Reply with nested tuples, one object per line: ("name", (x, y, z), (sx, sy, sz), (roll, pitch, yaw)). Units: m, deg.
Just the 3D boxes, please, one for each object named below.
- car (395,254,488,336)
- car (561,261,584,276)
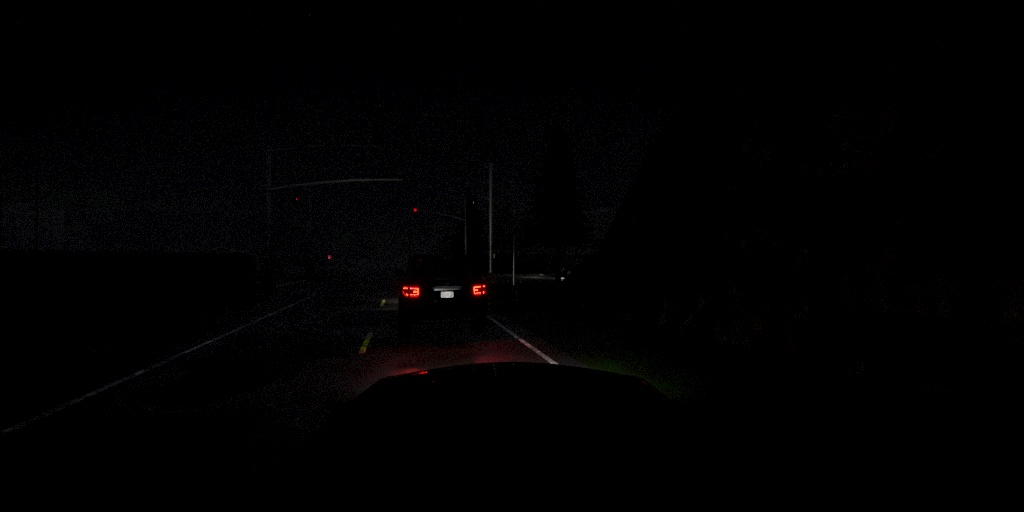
("car", (-2.230, 0.971, 10.718), (2.150, 2.045, 5.566), (0, 0, -16))
("car", (6.659, 1.227, 35.261), (5.008, 1.535, 1.882), (0, 0, -19))
